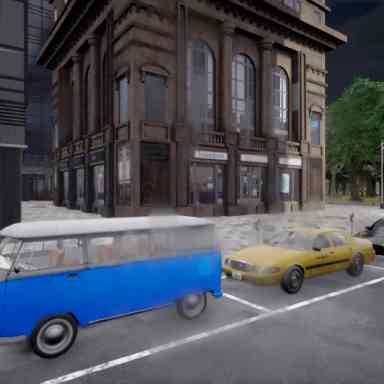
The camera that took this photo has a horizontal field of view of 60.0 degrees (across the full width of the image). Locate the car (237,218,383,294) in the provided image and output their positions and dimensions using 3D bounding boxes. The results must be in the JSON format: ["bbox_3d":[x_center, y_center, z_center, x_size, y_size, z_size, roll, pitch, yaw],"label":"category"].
[{"bbox_3d":[2.954,1.525,8.750,4.829,1.417,1.752,0,0,-35],"label":"car"}]

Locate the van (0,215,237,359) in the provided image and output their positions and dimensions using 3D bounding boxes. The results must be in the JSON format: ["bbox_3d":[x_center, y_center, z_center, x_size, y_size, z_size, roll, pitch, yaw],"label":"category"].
[{"bbox_3d":[-1.337,1.341,5.695,3.998,1.788,1.690,0,0,-35],"label":"van"}]
